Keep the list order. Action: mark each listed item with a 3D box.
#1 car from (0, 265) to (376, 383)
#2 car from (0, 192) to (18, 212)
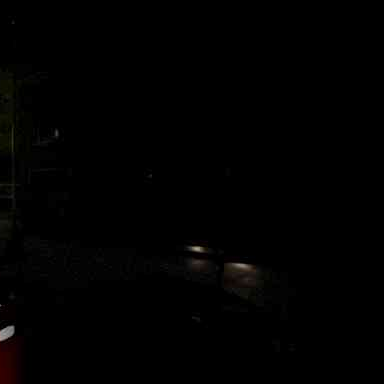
[{"bbox_3d":[-0.669,1.538,3.287,4.507,1.381,1.887,0,0,35],"label":"car"},{"bbox_3d":[-19.283,0.996,35.812,2.150,2.045,5.566,0,1,35],"label":"car"}]
